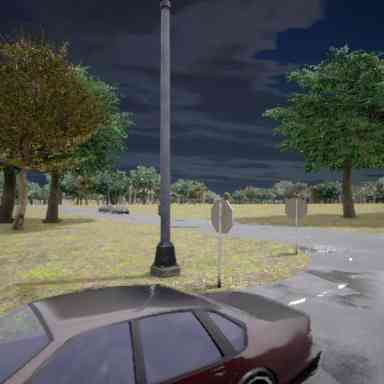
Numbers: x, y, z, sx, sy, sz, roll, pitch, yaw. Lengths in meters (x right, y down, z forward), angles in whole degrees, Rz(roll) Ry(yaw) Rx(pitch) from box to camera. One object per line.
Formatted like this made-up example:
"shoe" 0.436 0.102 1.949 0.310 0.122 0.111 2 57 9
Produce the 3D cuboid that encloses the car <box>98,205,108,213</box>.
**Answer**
"car" -15.832 3.052 61.453 2.128 1.511 4.902 2 -2 -33

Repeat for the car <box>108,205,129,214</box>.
"car" -12.056 3.011 55.655 1.994 1.385 4.181 2 -2 -32

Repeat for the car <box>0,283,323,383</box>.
"car" -0.965 1.765 3.272 5.357 1.411 2.033 1 -1 -35
